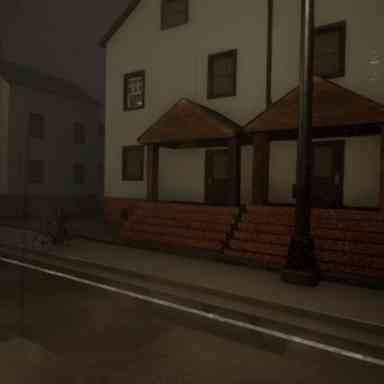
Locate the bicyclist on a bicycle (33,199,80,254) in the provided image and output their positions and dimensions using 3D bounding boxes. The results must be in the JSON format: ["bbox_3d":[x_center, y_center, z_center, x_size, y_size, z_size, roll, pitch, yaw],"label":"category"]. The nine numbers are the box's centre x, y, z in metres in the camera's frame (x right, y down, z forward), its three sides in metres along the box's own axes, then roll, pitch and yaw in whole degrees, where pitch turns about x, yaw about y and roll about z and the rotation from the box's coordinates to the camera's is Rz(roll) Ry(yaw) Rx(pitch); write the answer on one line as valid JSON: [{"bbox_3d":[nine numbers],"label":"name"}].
[{"bbox_3d":[-4.210,1.046,10.385,0.582,1.620,1.656,2,4,34],"label":"bicyclist on a bicycle"}]
